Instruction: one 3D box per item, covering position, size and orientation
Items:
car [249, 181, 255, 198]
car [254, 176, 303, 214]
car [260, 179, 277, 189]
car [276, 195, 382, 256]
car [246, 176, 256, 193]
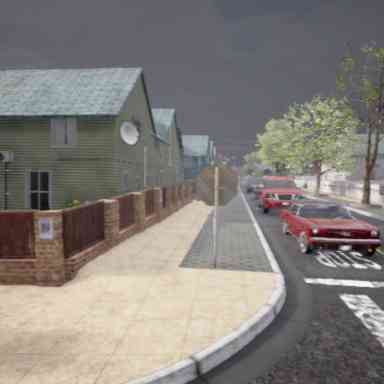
[{"bbox_3d":[6.475,0.001,30.174,1.895,1.301,4.718,1,3,7],"label":"car"},{"bbox_3d":[5.267,0.128,20.280,2.150,2.045,5.566,1,3,7],"label":"car"},{"bbox_3d":[12.439,-1.315,54.619,2.128,1.511,4.902,1,3,7],"label":"car"},{"bbox_3d":[4.112,1.001,10.630,1.895,1.301,4.718,1,3,6],"label":"car"},{"bbox_3d":[7.838,-0.918,40.677,2.150,2.045,5.566,2,3,11],"label":"car"}]
